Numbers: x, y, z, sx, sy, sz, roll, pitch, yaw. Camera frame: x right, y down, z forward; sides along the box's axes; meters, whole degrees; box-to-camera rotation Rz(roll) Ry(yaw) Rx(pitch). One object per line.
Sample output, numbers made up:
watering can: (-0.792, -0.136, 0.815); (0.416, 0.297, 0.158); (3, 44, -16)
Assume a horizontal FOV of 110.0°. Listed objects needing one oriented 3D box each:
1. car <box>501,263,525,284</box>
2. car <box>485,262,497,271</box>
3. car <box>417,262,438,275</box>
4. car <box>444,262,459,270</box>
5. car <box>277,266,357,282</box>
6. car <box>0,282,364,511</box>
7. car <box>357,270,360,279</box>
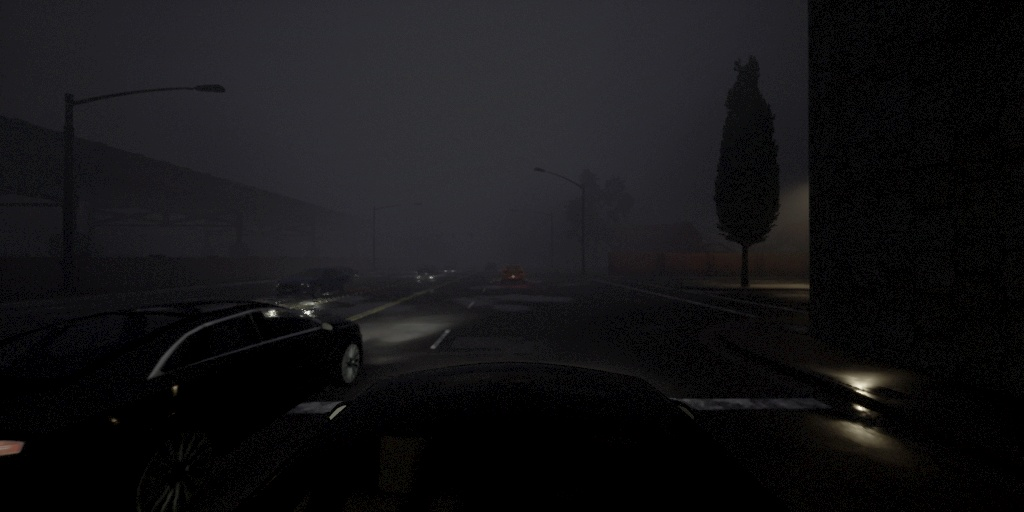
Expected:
car: (0.095, 1.444, 30.065); (1.882, 1.535, 5.008); (0, 0, 0)
car: (-3.412, 1.728, 58.174); (2.033, 1.411, 5.357); (0, 0, 0)
car: (-10.594, 1.609, 45.353); (1.812, 1.442, 4.674); (0, 0, 0)
car: (-10.514, 1.674, 62.706); (2.033, 1.411, 5.357); (0, 0, 0)
car: (-10.604, 1.364, 19.478); (1.882, 1.535, 5.008); (0, 0, 0)
car: (-3.415, 1.260, 4.124); (2.128, 1.511, 4.902); (0, 0, 0)
car: (-14.106, 1.505, 28.805); (2.033, 1.411, 5.357); (0, 0, 0)
